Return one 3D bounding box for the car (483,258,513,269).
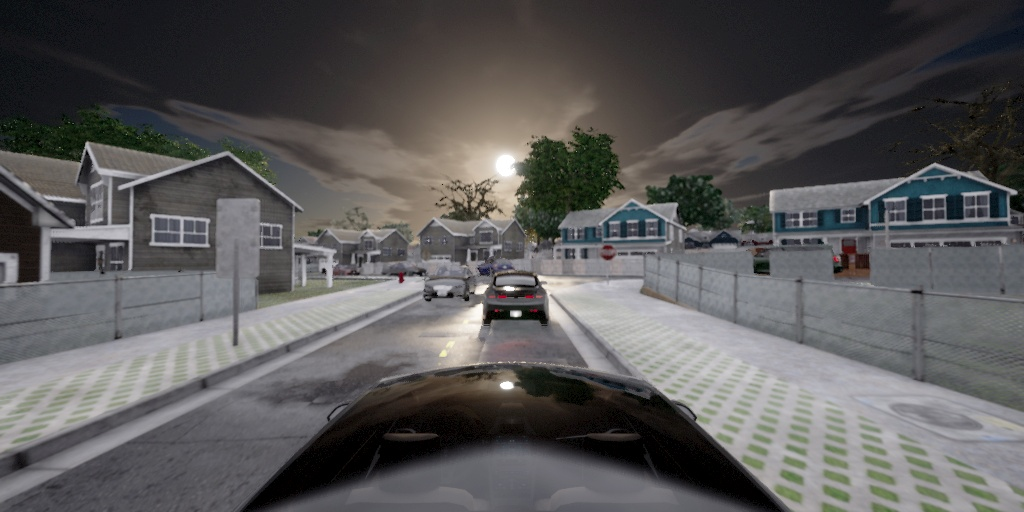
[{"bbox_3d":[-1.597,0.996,32.239,2.097,1.767,4.553,-1,-1,-27],"label":"car"}]

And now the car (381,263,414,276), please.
[{"bbox_3d":[-10.715,1.402,35.776,5.357,1.411,2.033,-2,-2,32],"label":"car"}]

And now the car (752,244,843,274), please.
[{"bbox_3d":[15.929,0.397,21.365,5.566,2.045,2.150,-2,-2,36],"label":"car"}]

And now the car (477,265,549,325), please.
[{"bbox_3d":[0.103,1.214,11.559,1.837,1.490,4.892,0,0,0],"label":"car"}]

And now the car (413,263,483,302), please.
[{"bbox_3d":[-2.743,1.187,16.583,2.128,1.511,4.902,0,0,0],"label":"car"}]

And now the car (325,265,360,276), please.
[{"bbox_3d":[-19.321,1.669,40.970,4.181,1.385,1.994,-2,-2,30],"label":"car"}]
